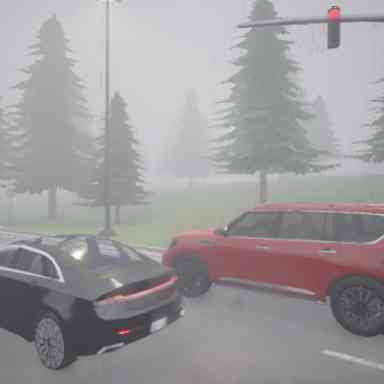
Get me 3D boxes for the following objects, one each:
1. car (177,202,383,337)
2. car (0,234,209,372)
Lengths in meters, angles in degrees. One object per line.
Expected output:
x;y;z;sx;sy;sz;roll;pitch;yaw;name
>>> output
1.976;1.224;6.881;5.566;2.045;2.150;0;0;35;car
-2.396;1.495;5.700;4.902;1.511;2.128;0;0;35;car
